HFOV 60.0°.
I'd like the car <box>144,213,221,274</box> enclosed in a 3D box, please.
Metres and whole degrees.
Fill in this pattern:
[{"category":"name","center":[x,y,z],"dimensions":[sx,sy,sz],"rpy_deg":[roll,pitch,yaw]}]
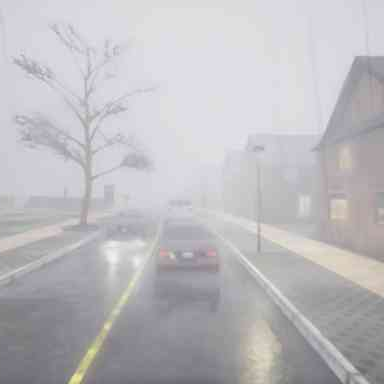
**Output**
[{"category":"car","center":[-0.173,1.645,10.853],"dimensions":[2.033,1.411,5.357],"rpy_deg":[0,0,-2]}]

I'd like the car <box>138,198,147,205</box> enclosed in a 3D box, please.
[{"category":"car","center":[-11.198,2.181,75.219],"dimensions":[2.128,1.511,4.902],"rpy_deg":[0,-1,-13]}]

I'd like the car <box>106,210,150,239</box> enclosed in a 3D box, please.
[{"category":"car","center":[-3.434,1.729,18.458],"dimensions":[1.994,1.385,4.181],"rpy_deg":[0,-1,-3]}]

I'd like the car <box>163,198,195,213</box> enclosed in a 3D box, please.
[{"category":"car","center":[-1.006,1.451,25.773],"dimensions":[2.150,2.045,5.566],"rpy_deg":[0,-1,-4]}]
